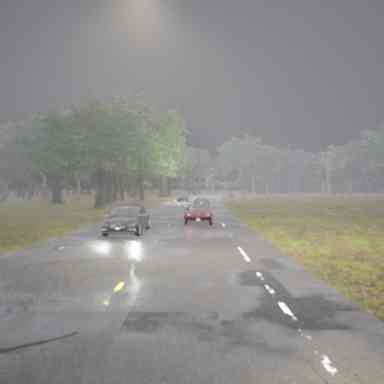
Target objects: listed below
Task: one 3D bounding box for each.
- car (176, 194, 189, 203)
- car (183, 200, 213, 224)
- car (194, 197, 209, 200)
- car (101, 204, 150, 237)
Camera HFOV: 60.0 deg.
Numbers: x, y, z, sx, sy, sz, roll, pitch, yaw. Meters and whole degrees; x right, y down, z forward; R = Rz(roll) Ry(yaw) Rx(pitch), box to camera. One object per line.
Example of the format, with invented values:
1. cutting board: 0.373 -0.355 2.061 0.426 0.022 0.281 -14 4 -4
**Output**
1. car: -1.509 1.078 57.737 2.033 1.411 5.357 0 1 5
2. car: 0.463 1.476 23.673 1.895 1.301 4.718 0 1 2
3. car: 1.214 1.266 42.238 1.994 1.385 4.181 0 1 3
4. car: -3.382 1.427 17.746 1.837 1.490 4.892 0 0 1
